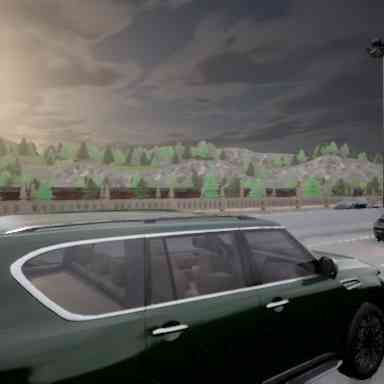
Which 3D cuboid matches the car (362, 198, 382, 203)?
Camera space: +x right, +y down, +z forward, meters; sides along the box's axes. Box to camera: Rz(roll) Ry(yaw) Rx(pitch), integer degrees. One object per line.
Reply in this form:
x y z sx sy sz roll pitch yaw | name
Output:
20.733 1.567 35.926 4.181 1.385 1.994 0 0 -35 | car

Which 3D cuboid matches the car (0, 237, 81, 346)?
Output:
-4.326 1.601 4.961 4.718 1.301 1.895 0 0 -35 | car

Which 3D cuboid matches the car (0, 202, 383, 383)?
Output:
0.090 1.222 3.811 5.566 2.045 2.150 0 0 -35 | car

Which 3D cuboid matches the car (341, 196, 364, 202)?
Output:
18.632 1.353 38.725 4.553 1.767 2.097 0 0 -35 | car
